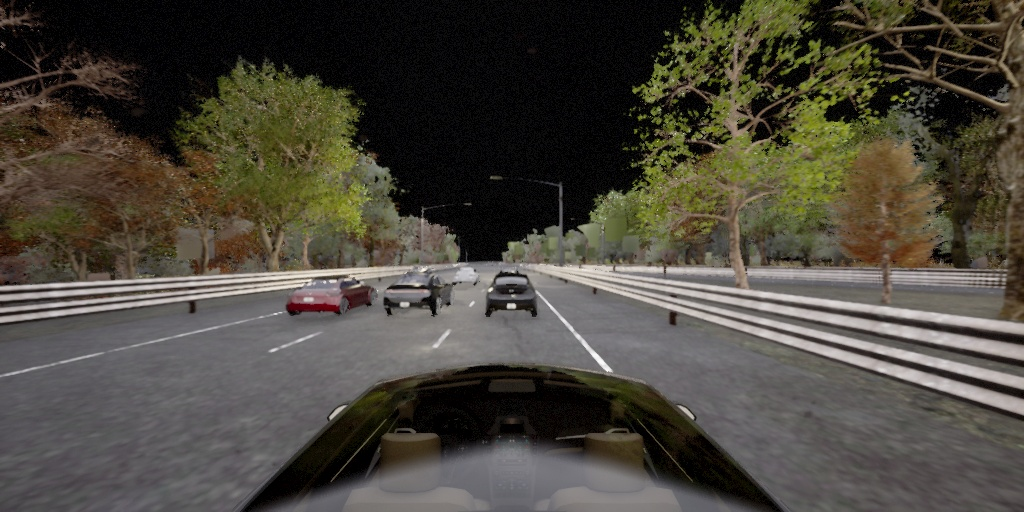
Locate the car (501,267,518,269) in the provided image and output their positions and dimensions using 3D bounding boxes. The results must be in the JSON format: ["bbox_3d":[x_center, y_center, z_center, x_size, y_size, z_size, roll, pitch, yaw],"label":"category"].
[{"bbox_3d":[-0.230,1.628,29.313,2.128,1.511,4.902,0,-1,-1],"label":"car"}]

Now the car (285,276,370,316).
[{"bbox_3d":[-7.020,1.490,14.389,1.994,1.385,4.181,0,-1,0],"label":"car"}]

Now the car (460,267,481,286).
[{"bbox_3d":[-3.738,1.672,29.959,1.812,1.442,4.674,0,-1,-1],"label":"car"}]

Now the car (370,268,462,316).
[{"bbox_3d":[-3.521,1.414,14.212,2.128,1.511,4.902,0,-1,0],"label":"car"}]

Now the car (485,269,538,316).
[{"bbox_3d":[-0.020,1.428,14.253,1.837,1.490,4.892,0,0,0],"label":"car"}]
